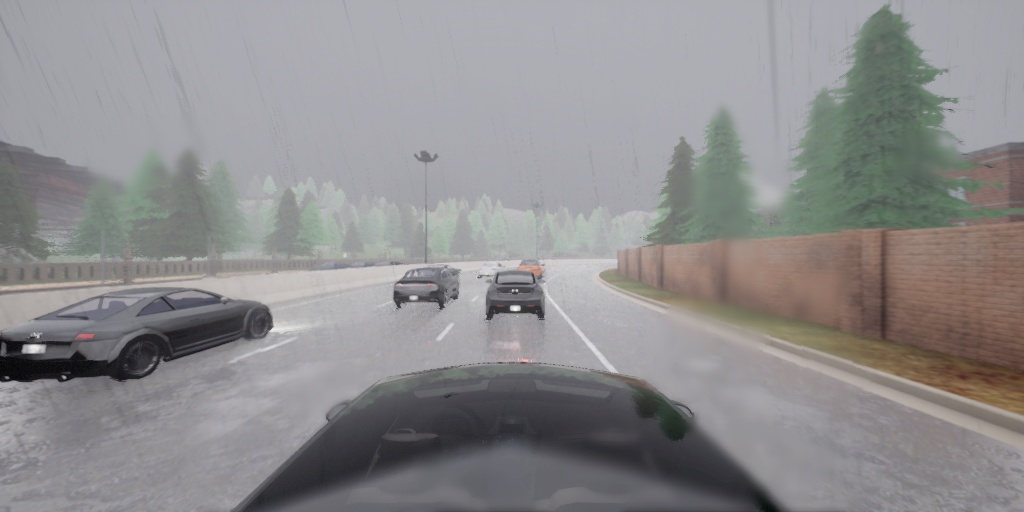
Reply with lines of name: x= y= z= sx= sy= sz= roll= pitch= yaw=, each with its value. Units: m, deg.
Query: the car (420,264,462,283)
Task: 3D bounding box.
car: x=-5.657 y=1.324 z=29.191 sx=1.895 sy=1.301 sz=4.718 roll=0 pitch=0 yaw=9

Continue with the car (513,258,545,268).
car: x=1.675 y=1.073 z=30.417 sx=2.097 sy=1.767 sz=4.553 roll=0 pitch=0 yaw=10

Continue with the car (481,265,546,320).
car: x=0.125 y=1.244 z=12.648 sx=1.837 sy=1.490 sz=4.892 roll=0 pitch=0 yaw=1

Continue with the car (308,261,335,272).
car: x=-18.577 y=1.262 z=37.326 sx=2.033 sy=1.411 sz=5.357 roll=0 pitch=0 yaw=12

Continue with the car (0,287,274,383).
car: x=-6.898 y=1.309 z=7.183 sx=1.994 sy=1.385 sz=4.181 roll=0 pitch=0 yaw=0

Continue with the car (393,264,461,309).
car: x=-3.340 y=1.228 z=14.761 sx=2.128 sy=1.511 sz=4.902 roll=0 pitch=0 yaw=1

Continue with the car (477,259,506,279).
car: x=-1.658 y=1.246 z=31.739 sx=1.812 sy=1.442 sz=4.674 roll=0 pitch=0 yaw=10

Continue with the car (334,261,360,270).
car: x=-15.163 y=1.263 z=36.633 sx=2.033 sy=1.411 sz=5.357 roll=0 pitch=0 yaw=12

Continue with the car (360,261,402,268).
car: x=-12.034 y=1.224 z=34.320 sx=1.837 sy=1.490 sz=4.892 roll=0 pitch=-1 yaw=12
